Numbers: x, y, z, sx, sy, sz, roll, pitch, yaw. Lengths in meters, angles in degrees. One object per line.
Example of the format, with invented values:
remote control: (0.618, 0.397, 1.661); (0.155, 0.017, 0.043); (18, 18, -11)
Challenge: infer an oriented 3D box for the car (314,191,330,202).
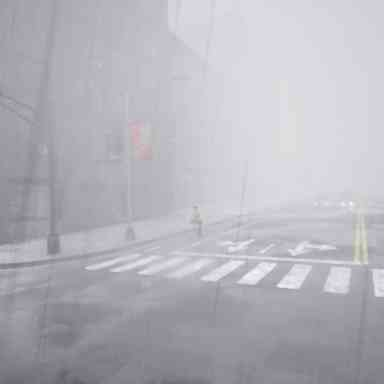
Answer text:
car: (18.723, 0.619, 47.998); (1.812, 1.442, 4.674); (-2, 0, 27)

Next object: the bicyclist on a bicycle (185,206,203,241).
bicyclist on a bicycle: (0.166, 1.485, 16.090); (0.866, 1.612, 1.509); (-2, 0, 27)

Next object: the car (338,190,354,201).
car: (21.622, 0.473, 46.536); (2.128, 1.511, 4.902); (-2, 0, 27)
